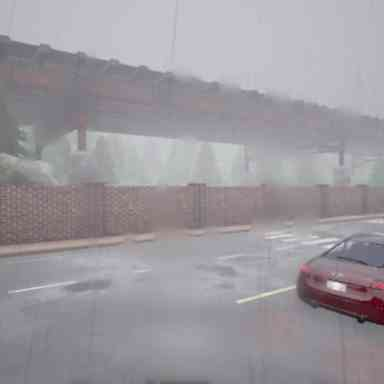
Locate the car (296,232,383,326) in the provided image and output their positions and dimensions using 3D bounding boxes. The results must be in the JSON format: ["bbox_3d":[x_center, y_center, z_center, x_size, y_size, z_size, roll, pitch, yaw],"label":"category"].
[{"bbox_3d":[4.024,1.511,6.655,4.181,1.385,1.994,-1,0,-35],"label":"car"}]
